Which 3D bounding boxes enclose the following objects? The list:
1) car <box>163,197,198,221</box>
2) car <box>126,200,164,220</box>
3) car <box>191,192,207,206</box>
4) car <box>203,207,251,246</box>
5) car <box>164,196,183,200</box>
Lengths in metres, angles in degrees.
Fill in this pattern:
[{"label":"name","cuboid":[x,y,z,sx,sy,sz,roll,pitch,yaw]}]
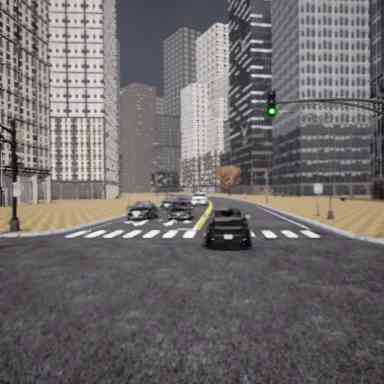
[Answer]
[{"label":"car","cuboid":[-0.827,1.461,27.279,1.837,1.490,4.892,-1,0,5]},{"label":"car","cuboid":[-4.047,1.487,27.742,2.128,1.511,4.902,-1,0,5]},{"label":"car","cuboid":[1.152,1.087,50.642,2.150,2.045,5.566,-1,0,5]},{"label":"car","cuboid":[1.587,1.455,15.042,1.837,1.490,4.892,-1,0,5]},{"label":"car","cuboid":[-2.798,1.427,42.343,2.128,1.511,4.902,-1,0,5]}]
